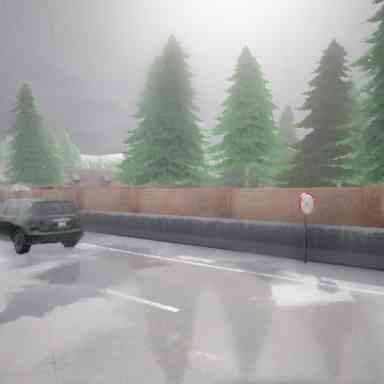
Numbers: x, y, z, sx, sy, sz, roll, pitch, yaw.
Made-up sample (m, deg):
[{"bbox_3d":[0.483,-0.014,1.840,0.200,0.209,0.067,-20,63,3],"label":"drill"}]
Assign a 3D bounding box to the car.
[{"bbox_3d":[-6.707,1.255,13.733,5.566,2.045,2.150,0,0,41],"label":"car"}]
